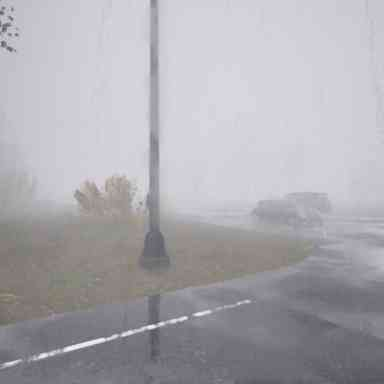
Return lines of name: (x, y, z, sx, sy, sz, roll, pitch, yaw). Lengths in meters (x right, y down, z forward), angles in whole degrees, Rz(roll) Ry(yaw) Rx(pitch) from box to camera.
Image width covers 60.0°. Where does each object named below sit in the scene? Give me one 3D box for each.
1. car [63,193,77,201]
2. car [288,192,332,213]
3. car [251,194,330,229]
car: (-22.476, 0.873, 61.547, 1.994, 1.385, 4.181, -1, 1, -34)
car: (9.176, 1.014, 28.622, 2.150, 2.045, 5.566, -1, 1, -35)
car: (5.923, 1.255, 21.066, 2.097, 1.767, 4.553, -1, 1, -35)
